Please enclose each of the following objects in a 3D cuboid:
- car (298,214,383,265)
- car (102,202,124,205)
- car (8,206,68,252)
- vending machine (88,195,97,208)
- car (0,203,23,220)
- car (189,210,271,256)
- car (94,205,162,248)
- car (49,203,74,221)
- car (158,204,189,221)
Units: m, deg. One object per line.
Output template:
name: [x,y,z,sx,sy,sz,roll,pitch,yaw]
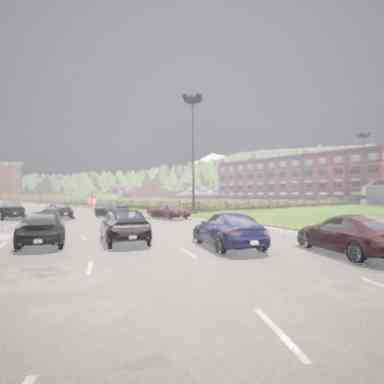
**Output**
car: [5.571,1.513,11.688,1.812,1.442,4.674,0,0,-13]
car: [-7.287,1.648,29.974,2.128,1.511,4.902,0,0,-37]
car: [-6.595,1.608,14.680,1.837,1.490,4.892,0,0,-20]
vending machine: [-15.903,1.498,53.296,1.100,2.100,0.880,0,0,-38]
car: [-16.908,1.721,30.989,1.882,1.535,5.008,0,0,-37]
car: [1.472,1.554,13.393,1.812,1.442,4.674,0,0,-16]
car: [-3.113,1.566,15.223,2.128,1.511,4.902,0,0,-20]
car: [-12.342,1.729,30.731,1.812,1.442,4.674,0,0,-37]
car: [-2.080,1.708,28.849,1.895,1.301,4.718,0,0,-34]
